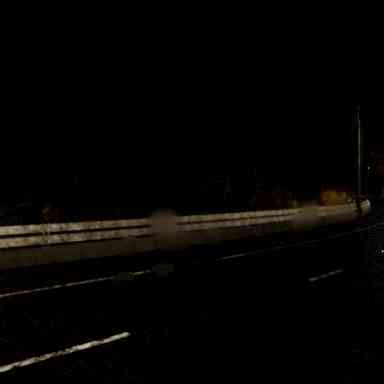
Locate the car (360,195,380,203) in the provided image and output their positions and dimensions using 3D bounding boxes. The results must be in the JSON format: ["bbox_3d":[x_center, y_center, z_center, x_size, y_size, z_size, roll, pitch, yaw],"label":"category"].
[{"bbox_3d":[38.327,1.702,71.779,2.128,1.511,4.902,0,0,10],"label":"car"}]
